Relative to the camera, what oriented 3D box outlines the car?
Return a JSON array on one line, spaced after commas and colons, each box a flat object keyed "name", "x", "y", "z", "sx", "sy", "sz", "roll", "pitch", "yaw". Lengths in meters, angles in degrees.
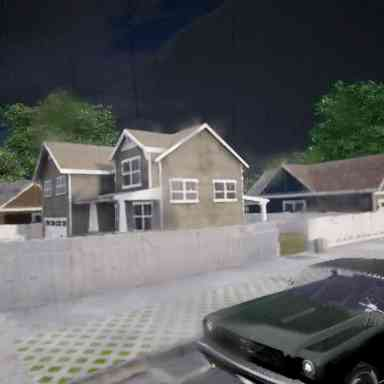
[{"name": "car", "x": 2.380, "y": 1.754, "z": 4.947, "sx": 4.718, "sy": 1.301, "sz": 1.895, "roll": 0, "pitch": -3, "yaw": -36}]
